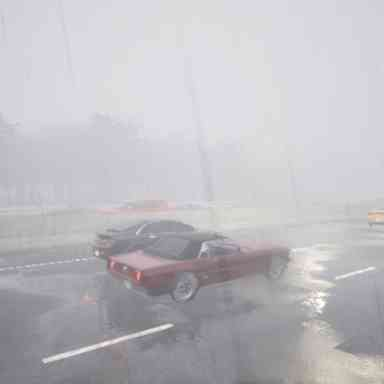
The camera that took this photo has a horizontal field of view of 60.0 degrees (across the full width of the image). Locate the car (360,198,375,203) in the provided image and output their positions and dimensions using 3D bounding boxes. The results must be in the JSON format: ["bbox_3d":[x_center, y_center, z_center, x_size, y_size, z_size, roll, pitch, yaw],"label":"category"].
[{"bbox_3d":[25.872,1.844,48.920,4.181,1.385,1.994,0,-1,-36],"label":"car"}]

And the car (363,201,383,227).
[{"bbox_3d":[13.858,1.596,22.653,5.008,1.535,1.882,0,-1,-36],"label":"car"}]

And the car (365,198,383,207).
[{"bbox_3d":[32.135,1.794,57.705,4.892,1.490,1.837,-1,0,-36],"label":"car"}]

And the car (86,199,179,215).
[{"bbox_3d":[-3.987,1.504,22.823,5.566,2.045,2.150,0,-1,-36],"label":"car"}]

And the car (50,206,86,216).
[{"bbox_3d":[-7.558,1.933,24.532,4.718,1.301,1.895,0,-1,-36],"label":"car"}]

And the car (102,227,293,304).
[{"bbox_3d":[0.421,1.692,8.426,4.718,1.301,1.895,0,-1,-36],"label":"car"}]

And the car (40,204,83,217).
[{"bbox_3d":[-11.196,1.906,30.546,5.008,1.535,1.882,0,-1,-36],"label":"car"}]

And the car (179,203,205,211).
[{"bbox_3d":[-0.926,1.860,33.754,4.902,1.511,2.128,0,-1,-36],"label":"car"}]

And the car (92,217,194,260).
[{"bbox_3d":[-0.983,1.644,11.740,4.892,1.490,1.837,0,-1,-36],"label":"car"}]

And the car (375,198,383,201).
[{"bbox_3d":[28.319,1.454,46.376,5.566,2.045,2.150,0,-1,-35],"label":"car"}]

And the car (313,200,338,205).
[{"bbox_3d":[21.862,1.977,54.639,4.718,1.301,1.895,0,-1,-35],"label":"car"}]
